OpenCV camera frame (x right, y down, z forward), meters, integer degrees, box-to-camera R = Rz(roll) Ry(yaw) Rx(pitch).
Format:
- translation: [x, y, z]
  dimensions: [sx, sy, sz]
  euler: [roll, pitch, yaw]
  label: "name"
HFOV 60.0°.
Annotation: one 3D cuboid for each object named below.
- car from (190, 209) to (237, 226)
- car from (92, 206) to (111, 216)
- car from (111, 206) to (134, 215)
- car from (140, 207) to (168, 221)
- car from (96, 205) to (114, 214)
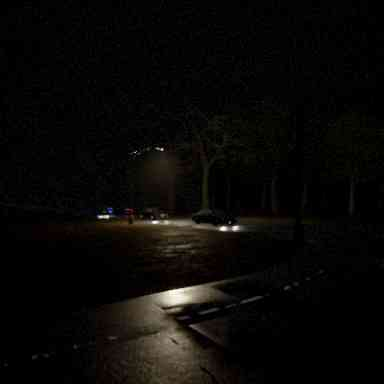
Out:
- translation: [1.823, 2.237, 29.893]
  dimensions: [2.033, 1.411, 5.357]
  euler: [0, -2, -30]
  label: "car"
- translation: [-15.589, 3.207, 56.601]
  dimensions: [2.128, 1.511, 4.902]
  euler: [0, -2, -33]
  label: "car"
- translation: [-11.546, 3.168, 56.856]
  dimensions: [2.128, 1.511, 4.902]
  euler: [0, -2, -33]
  label: "car"
- translation: [-4.620, 2.591, 39.705]
  dimensions: [1.837, 1.490, 4.892]
  euler: [0, -2, -33]
  label: "car"
- translation: [-17.253, 3.456, 65.580]
  dimensions: [1.882, 1.535, 5.008]
  euler: [0, -2, -33]
  label: "car"
